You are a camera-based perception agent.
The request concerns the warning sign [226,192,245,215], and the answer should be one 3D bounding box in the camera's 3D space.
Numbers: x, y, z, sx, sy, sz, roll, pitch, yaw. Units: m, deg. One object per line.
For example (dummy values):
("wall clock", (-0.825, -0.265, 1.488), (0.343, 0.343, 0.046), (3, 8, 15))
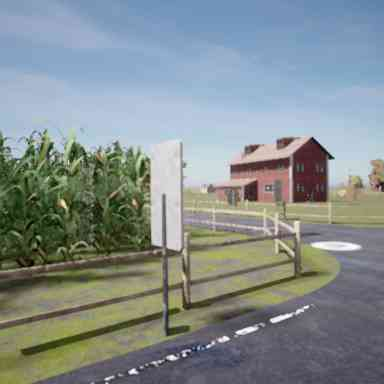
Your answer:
("warning sign", (3.729, 0.956, 28.547), (1.300, 1.860, 1.060), (-1, 1, -35))
